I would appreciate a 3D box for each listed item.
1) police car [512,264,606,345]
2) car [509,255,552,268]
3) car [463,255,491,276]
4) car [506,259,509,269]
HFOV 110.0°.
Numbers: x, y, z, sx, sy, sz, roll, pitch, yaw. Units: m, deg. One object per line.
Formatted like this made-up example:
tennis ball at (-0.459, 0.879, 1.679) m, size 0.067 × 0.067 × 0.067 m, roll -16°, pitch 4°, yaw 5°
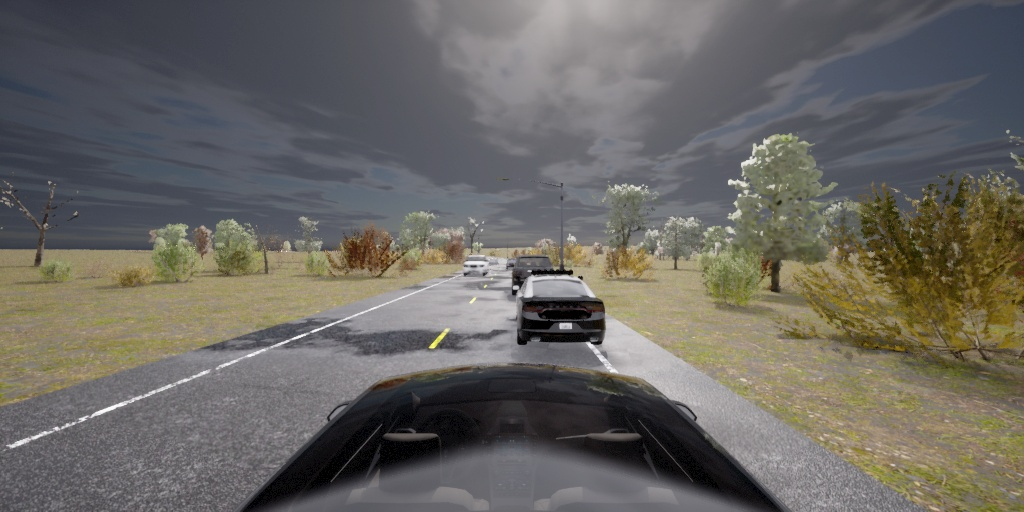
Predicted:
police car at (1.055, 1.170, 9.615) m, size 1.930 × 1.638 × 5.238 m, roll 0°, pitch 0°, yaw 0°
car at (1.060, 0.957, 19.536) m, size 2.150 × 2.045 × 5.566 m, roll 0°, pitch 0°, yaw 0°
car at (-3.582, 0.924, 36.136) m, size 2.150 × 2.045 × 5.566 m, roll 0°, pitch 0°, yaw 0°
car at (0.083, 1.209, 52.255) m, size 2.033 × 1.411 × 5.357 m, roll 0°, pitch 0°, yaw 1°
